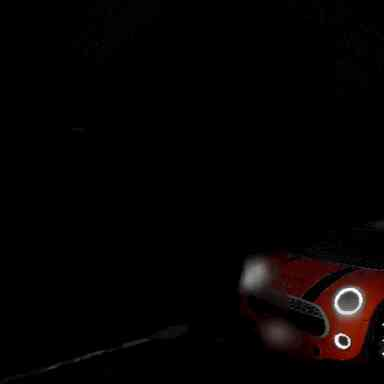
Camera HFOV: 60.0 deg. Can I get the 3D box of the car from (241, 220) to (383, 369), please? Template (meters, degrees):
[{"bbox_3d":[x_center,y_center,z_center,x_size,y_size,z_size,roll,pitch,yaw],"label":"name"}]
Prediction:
[{"bbox_3d":[2.993,1.341,5.837,4.553,1.767,2.097,0,0,-36],"label":"car"}]
